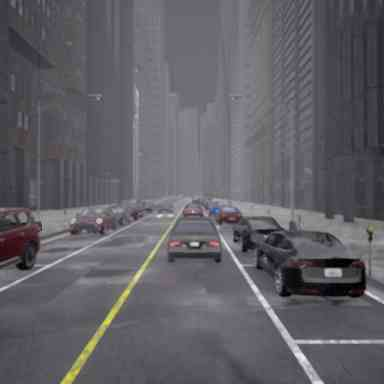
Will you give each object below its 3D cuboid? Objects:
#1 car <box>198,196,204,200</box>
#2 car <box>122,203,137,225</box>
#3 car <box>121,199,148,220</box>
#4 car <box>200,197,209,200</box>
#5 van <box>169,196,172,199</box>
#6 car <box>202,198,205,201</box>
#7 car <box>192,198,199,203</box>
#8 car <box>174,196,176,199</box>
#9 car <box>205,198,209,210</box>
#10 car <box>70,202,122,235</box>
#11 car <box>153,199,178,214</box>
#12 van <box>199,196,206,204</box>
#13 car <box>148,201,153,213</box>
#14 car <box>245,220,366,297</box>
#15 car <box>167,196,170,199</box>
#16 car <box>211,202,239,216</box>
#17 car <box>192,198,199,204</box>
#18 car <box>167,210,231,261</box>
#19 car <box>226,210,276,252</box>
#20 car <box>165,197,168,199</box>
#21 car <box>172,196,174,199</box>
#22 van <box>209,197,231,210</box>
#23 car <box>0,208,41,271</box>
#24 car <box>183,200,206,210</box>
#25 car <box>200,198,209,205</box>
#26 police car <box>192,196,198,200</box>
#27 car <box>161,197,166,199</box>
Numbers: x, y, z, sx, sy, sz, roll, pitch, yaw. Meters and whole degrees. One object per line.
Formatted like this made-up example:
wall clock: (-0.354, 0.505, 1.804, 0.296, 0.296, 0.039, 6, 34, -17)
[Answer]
car: (2.782, 1.846, 64.677, 2.192, 1.841, 5.009, 0, -1, 0)
car: (-5.754, 1.753, 25.401, 2.008, 1.369, 4.403, 0, 0, 0)
car: (-5.752, 1.563, 31.012, 2.192, 1.841, 5.009, 0, 0, 0)
car: (2.781, 2.064, 59.066, 1.802, 1.307, 4.206, 0, -1, 0)
van: (-5.741, 1.922, 70.276, 1.690, 1.788, 3.998, 0, -1, 0)
car: (2.778, 1.952, 47.848, 1.947, 1.339, 4.313, 0, 0, 0)
car: (0.927, 2.302, 92.455, 1.812, 1.442, 4.674, 0, -1, 0)
car: (-5.738, 1.994, 81.495, 2.192, 1.841, 5.009, 0, -1, 0)
car: (2.775, 1.732, 36.632, 1.967, 1.590, 4.097, 0, 0, 0)
car: (-5.755, 1.597, 19.792, 1.967, 1.590, 4.097, 0, 0, 0)
car: (-3.086, 1.866, 39.771, 2.033, 1.411, 5.357, 0, -1, 0)
van: (2.789, 2.069, 87.113, 1.690, 1.788, 3.998, 0, -1, 0)
car: (-5.749, 1.906, 42.228, 1.947, 1.339, 4.313, 0, 0, 0)
car: (2.766, 1.633, 8.586, 1.947, 1.339, 4.313, 0, 0, 0)
car: (-5.743, 2.055, 64.496, 1.752, 1.417, 4.829, 0, 0, 0)
car: (2.771, 1.746, 25.413, 1.887, 1.381, 4.507, 0, 0, 0)
car: (0.926, 2.249, 86.455, 1.812, 1.442, 4.674, 0, -1, 0)
car: (0.089, 1.647, 12.568, 2.033, 1.411, 5.357, 0, 0, 0)
car: (2.768, 1.677, 14.195, 1.947, 1.339, 4.313, 0, 0, 0)
car: (-5.744, 2.065, 59.056, 1.802, 1.307, 4.206, 0, 0, 0)
car: (-5.740, 2.070, 75.885, 1.967, 1.590, 4.097, 0, -1, 0)
van: (2.773, 1.588, 31.024, 1.690, 1.788, 3.998, 0, 0, 0)
car: (-5.758, 1.383, 8.574, 2.192, 1.841, 5.009, 0, 0, 0)
car: (0.104, 1.829, 33.217, 1.994, 1.385, 4.181, 0, 0, 0)
car: (2.786, 2.156, 76.064, 1.752, 1.417, 4.829, 0, -1, 0)
police car: (0.922, 2.061, 76.566, 1.930, 1.638, 5.238, 0, -1, 0)
car: (-5.746, 1.985, 53.447, 2.008, 1.369, 4.403, 0, 0, 0)
